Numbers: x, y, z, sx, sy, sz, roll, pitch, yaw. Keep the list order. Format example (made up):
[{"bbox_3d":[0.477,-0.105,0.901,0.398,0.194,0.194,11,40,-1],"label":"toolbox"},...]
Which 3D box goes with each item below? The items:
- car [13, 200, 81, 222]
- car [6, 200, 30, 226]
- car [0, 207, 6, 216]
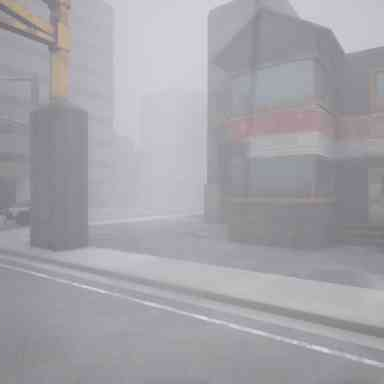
[{"bbox_3d":[-9.753,1.240,22.816,1.853,1.218,4.536,0,0,15],"label":"car"},{"bbox_3d":[-9.766,1.398,22.767,2.038,1.542,4.974,0,0,15],"label":"car"},{"bbox_3d":[-12.924,1.234,25.466,4.536,1.218,1.853,0,0,-30],"label":"car"}]
